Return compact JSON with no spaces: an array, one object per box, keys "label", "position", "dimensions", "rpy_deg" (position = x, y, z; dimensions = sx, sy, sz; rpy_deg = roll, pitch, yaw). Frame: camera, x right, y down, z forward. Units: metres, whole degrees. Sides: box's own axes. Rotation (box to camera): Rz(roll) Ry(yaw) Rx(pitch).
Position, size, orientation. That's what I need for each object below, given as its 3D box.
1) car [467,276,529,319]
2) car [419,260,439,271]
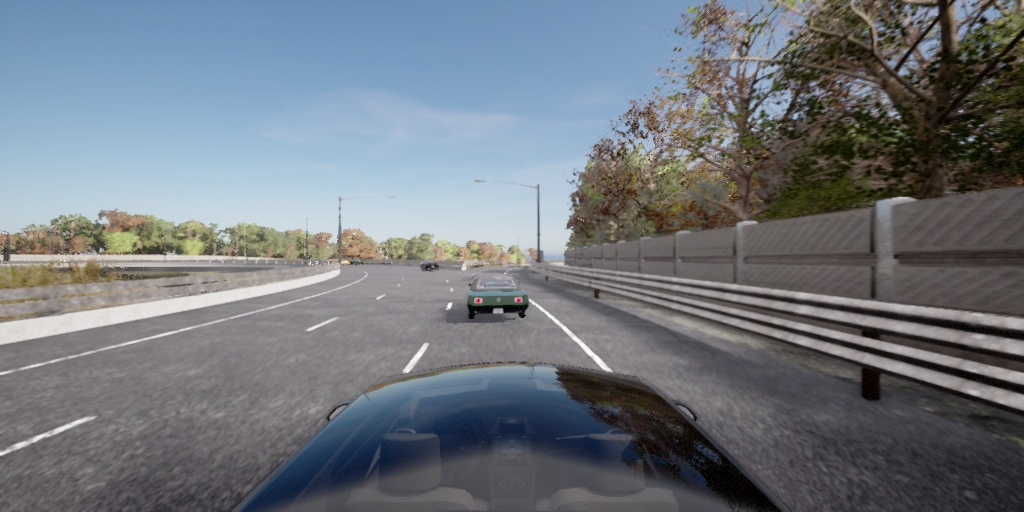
[{"label":"car","position":[-0.648,1.361,12.948],"dimensions":[1.895,1.301,4.718],"rpy_deg":[0,0,-6]},{"label":"car","position":[-12.078,1.328,52.072],"dimensions":[1.882,1.535,5.008],"rpy_deg":[0,0,-26]}]
